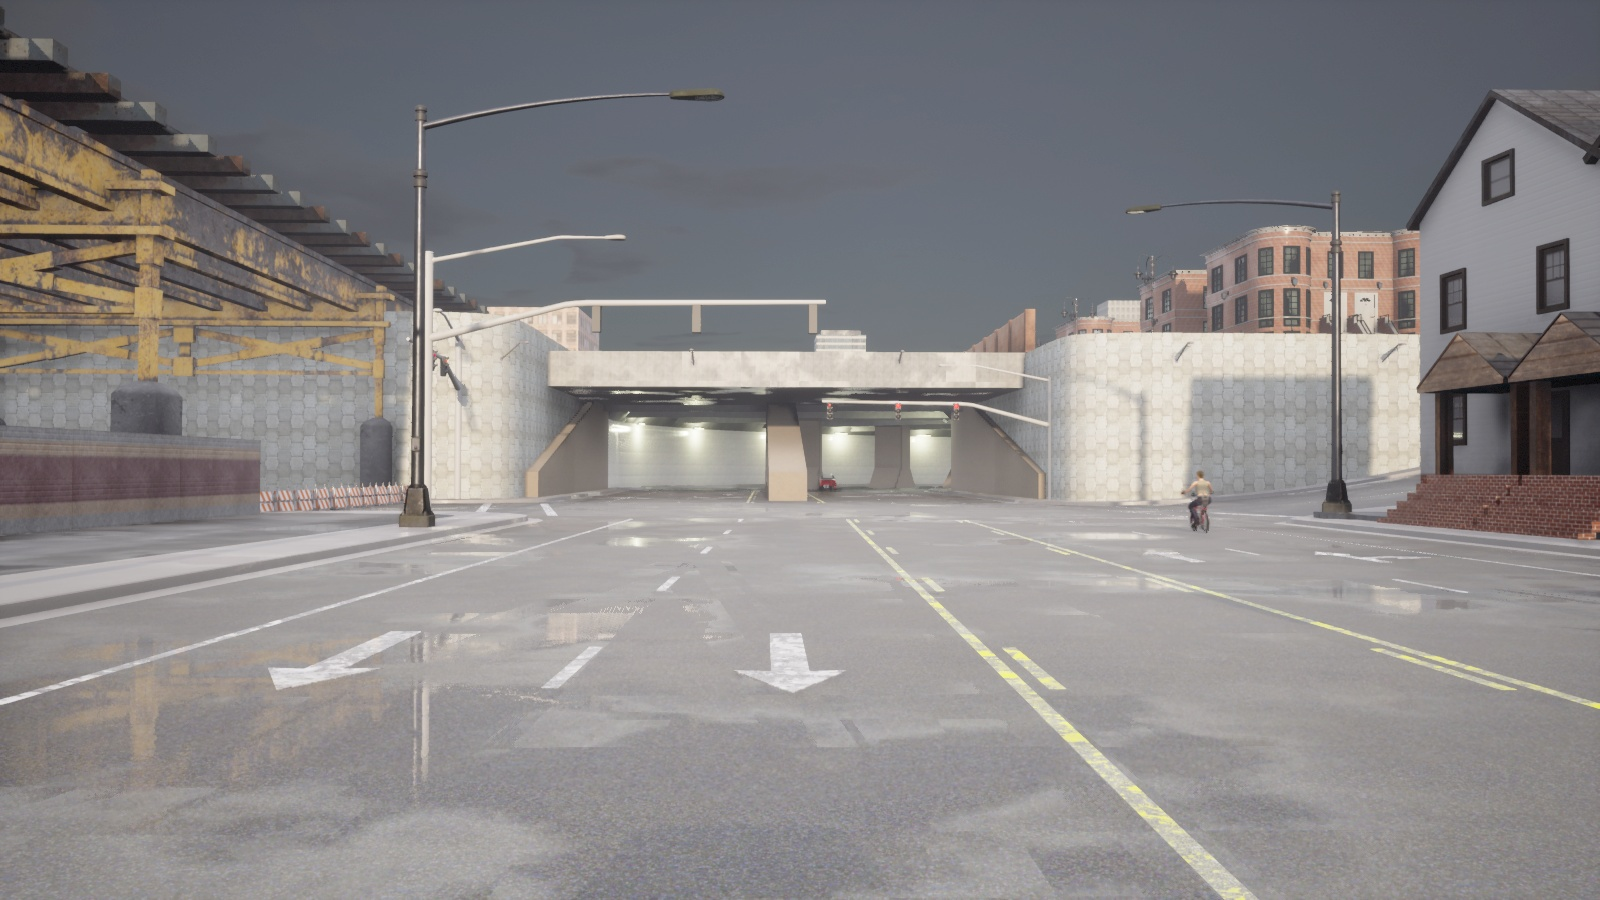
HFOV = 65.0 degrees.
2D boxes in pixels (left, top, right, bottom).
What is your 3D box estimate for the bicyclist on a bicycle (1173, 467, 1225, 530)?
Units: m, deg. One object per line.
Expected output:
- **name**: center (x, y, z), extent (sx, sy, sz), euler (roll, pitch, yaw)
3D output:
- **bicyclist on a bicycle**: center (10.415, 1.259, 32.809), extent (0.866, 1.612, 1.509), euler (0, -1, 0)
